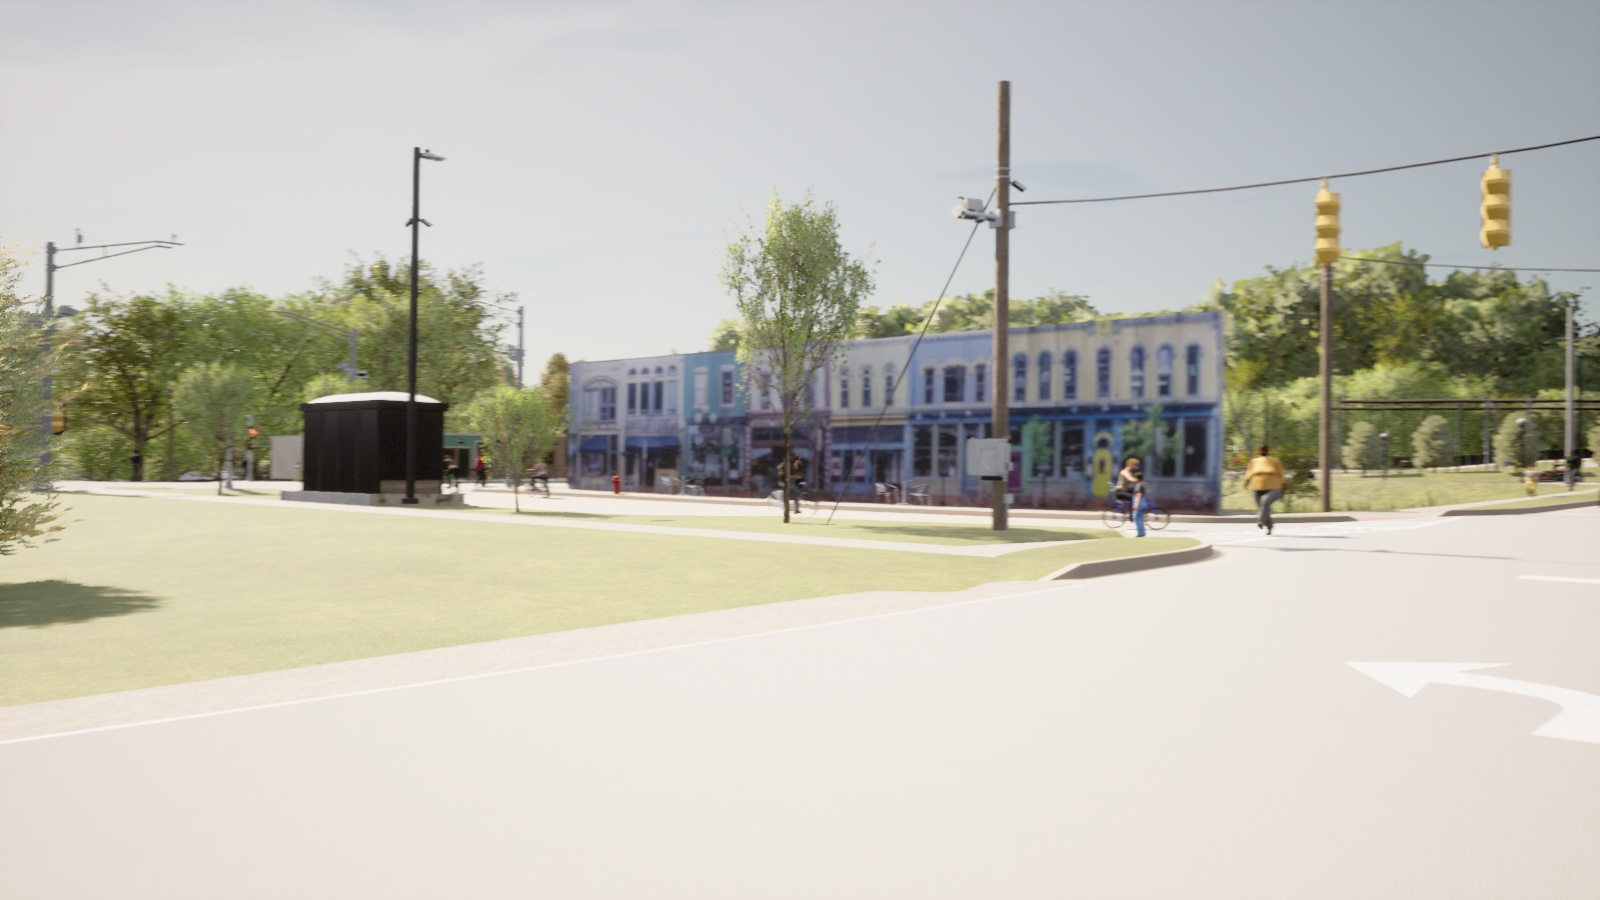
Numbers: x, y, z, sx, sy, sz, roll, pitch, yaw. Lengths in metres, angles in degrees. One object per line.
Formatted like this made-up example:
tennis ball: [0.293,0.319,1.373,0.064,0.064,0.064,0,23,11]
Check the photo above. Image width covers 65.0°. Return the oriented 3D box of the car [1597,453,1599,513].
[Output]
car: [22.998,0.860,33.623,1.882,1.535,5.008,0,0,43]

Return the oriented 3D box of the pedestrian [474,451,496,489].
pedestrian: [-15.549,0.973,61.993,0.899,1.844,0.634,0,-1,36]

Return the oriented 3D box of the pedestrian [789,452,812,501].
pedestrian: [0.009,0.986,47.210,0.869,1.805,0.328,0,-1,43]

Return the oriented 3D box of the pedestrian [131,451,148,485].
pedestrian: [-36.000,0.962,68.431,0.370,1.835,0.726,0,-1,33]

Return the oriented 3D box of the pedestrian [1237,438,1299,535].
pedestrian: [9.136,0.707,24.507,0.874,1.855,0.900,0,-1,42]

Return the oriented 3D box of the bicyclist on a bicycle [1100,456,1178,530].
bicyclist on a bicycle: [7.598,0.959,28.146,1.509,1.612,0.866,0,-1,28]

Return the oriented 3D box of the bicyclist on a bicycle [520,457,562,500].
bicyclist on a bicycle: [-10.081,1.097,48.887,1.509,1.612,0.866,0,-1,43]

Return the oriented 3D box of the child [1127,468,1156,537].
child: [6.358,0.971,23.366,0.437,1.263,0.270,0,-1,36]

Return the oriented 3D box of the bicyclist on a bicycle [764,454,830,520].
bicyclist on a bicycle: [-0.095,0.998,34.509,1.843,1.776,0.659,-1,-1,43]

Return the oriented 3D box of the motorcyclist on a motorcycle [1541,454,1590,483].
motorcyclist on a motorcycle: [44.495,1.066,73.005,2.350,1.649,0.766,-1,0,39]

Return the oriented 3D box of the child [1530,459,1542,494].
child: [26.311,0.947,44.901,0.437,1.263,0.270,1,-1,-44]

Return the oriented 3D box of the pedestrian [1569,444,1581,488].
pedestrian: [32.733,0.695,53.037,0.353,1.847,0.614,0,-1,42]
